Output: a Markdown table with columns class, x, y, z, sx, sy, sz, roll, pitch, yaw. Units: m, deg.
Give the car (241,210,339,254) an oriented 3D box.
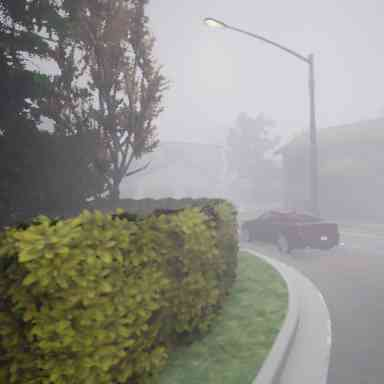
| class | x | y | z | sx | sy | sz | roll | pitch | yaw |
| --- | --- | --- | --- | --- | --- | --- | --- | --- | --- |
| car | 3.763 | 1.467 | 13.730 | 1.882 | 1.535 | 5.008 | 0 | -1 | -18 |
